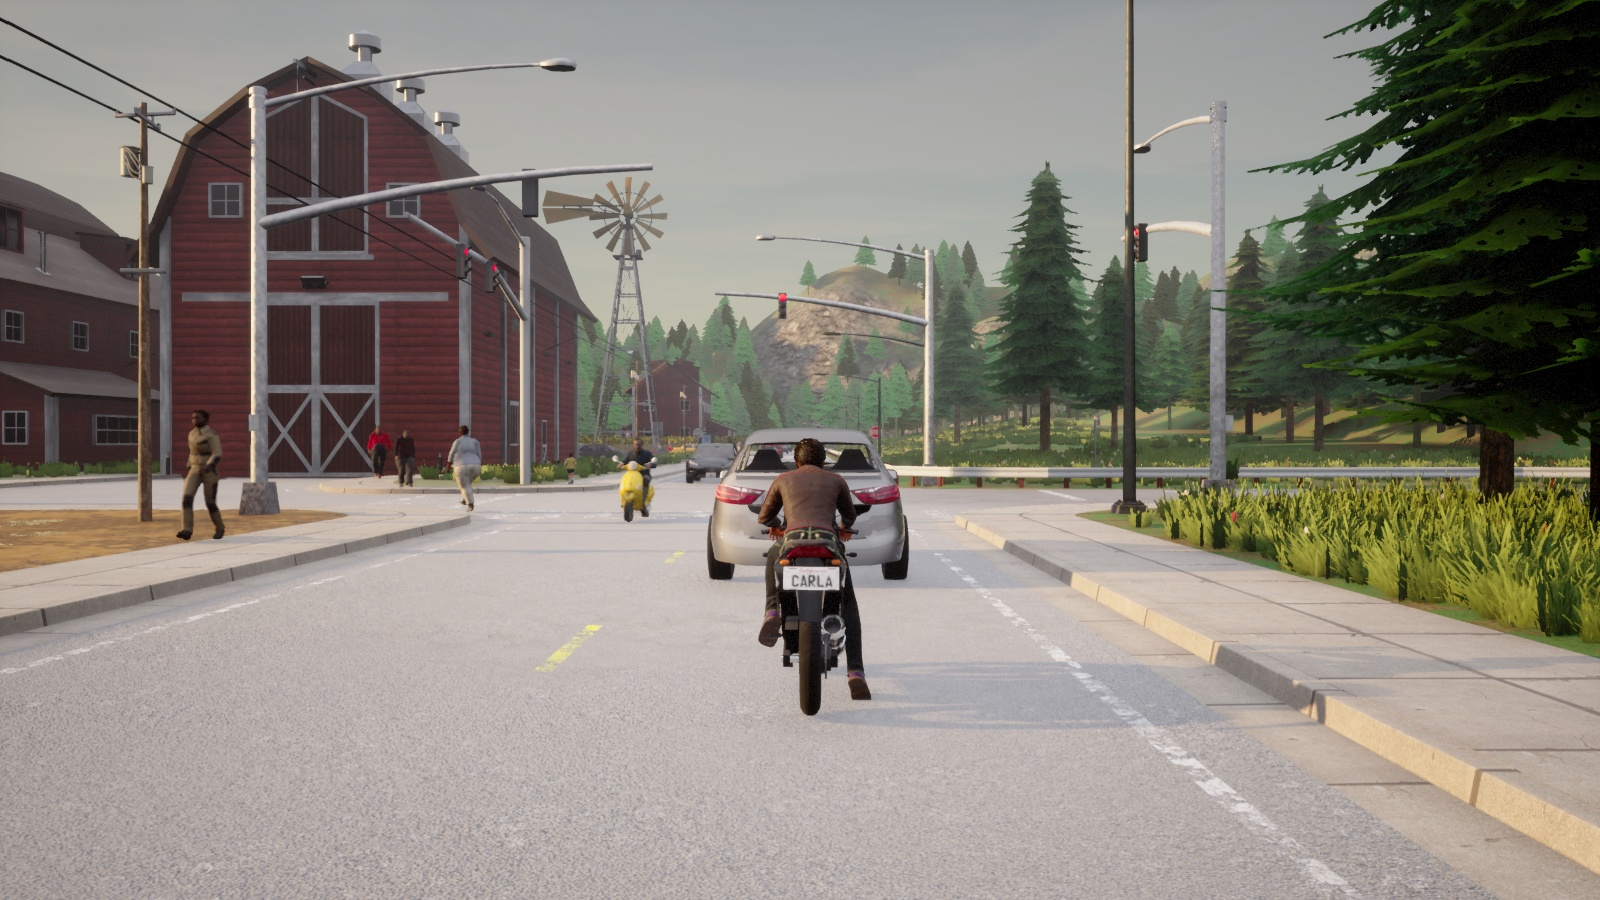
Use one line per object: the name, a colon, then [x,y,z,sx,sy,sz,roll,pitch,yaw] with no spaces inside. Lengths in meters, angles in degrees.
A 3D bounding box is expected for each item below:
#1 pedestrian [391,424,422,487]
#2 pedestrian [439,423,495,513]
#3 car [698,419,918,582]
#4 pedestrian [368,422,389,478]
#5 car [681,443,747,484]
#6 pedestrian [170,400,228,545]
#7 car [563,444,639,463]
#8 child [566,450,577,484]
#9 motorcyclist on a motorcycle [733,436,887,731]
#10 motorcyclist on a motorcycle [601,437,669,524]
pedestrian: [-11.595,0.157,37.019,0.634,1.844,0.899,0,0,-36]
pedestrian: [-7.043,0.363,26.546,0.874,1.855,0.900,0,0,-38]
car: [0.100,0.505,15.143,2.242,1.667,4.611,0,0,1]
pedestrian: [-14.035,0.011,41.838,0.634,1.844,0.899,0,0,-17]
car: [-3.211,0.474,47.878,2.163,1.488,4.792,0,0,0]
pedestrian: [-8.172,0.293,17.092,0.396,1.930,0.692,0,0,7]
car: [-14.658,0.259,92.650,5.357,1.411,2.033,0,0,-1]
child: [-7.457,0.544,40.952,0.255,1.110,0.394,0,0,3]
motorcyclist on a motorcycle: [0.058,0.686,7.516,0.797,1.523,2.044,0,0,0]
motorcyclist on a motorcycle: [-3.158,0.559,24.214,0.866,1.590,1.817,1,1,6]
